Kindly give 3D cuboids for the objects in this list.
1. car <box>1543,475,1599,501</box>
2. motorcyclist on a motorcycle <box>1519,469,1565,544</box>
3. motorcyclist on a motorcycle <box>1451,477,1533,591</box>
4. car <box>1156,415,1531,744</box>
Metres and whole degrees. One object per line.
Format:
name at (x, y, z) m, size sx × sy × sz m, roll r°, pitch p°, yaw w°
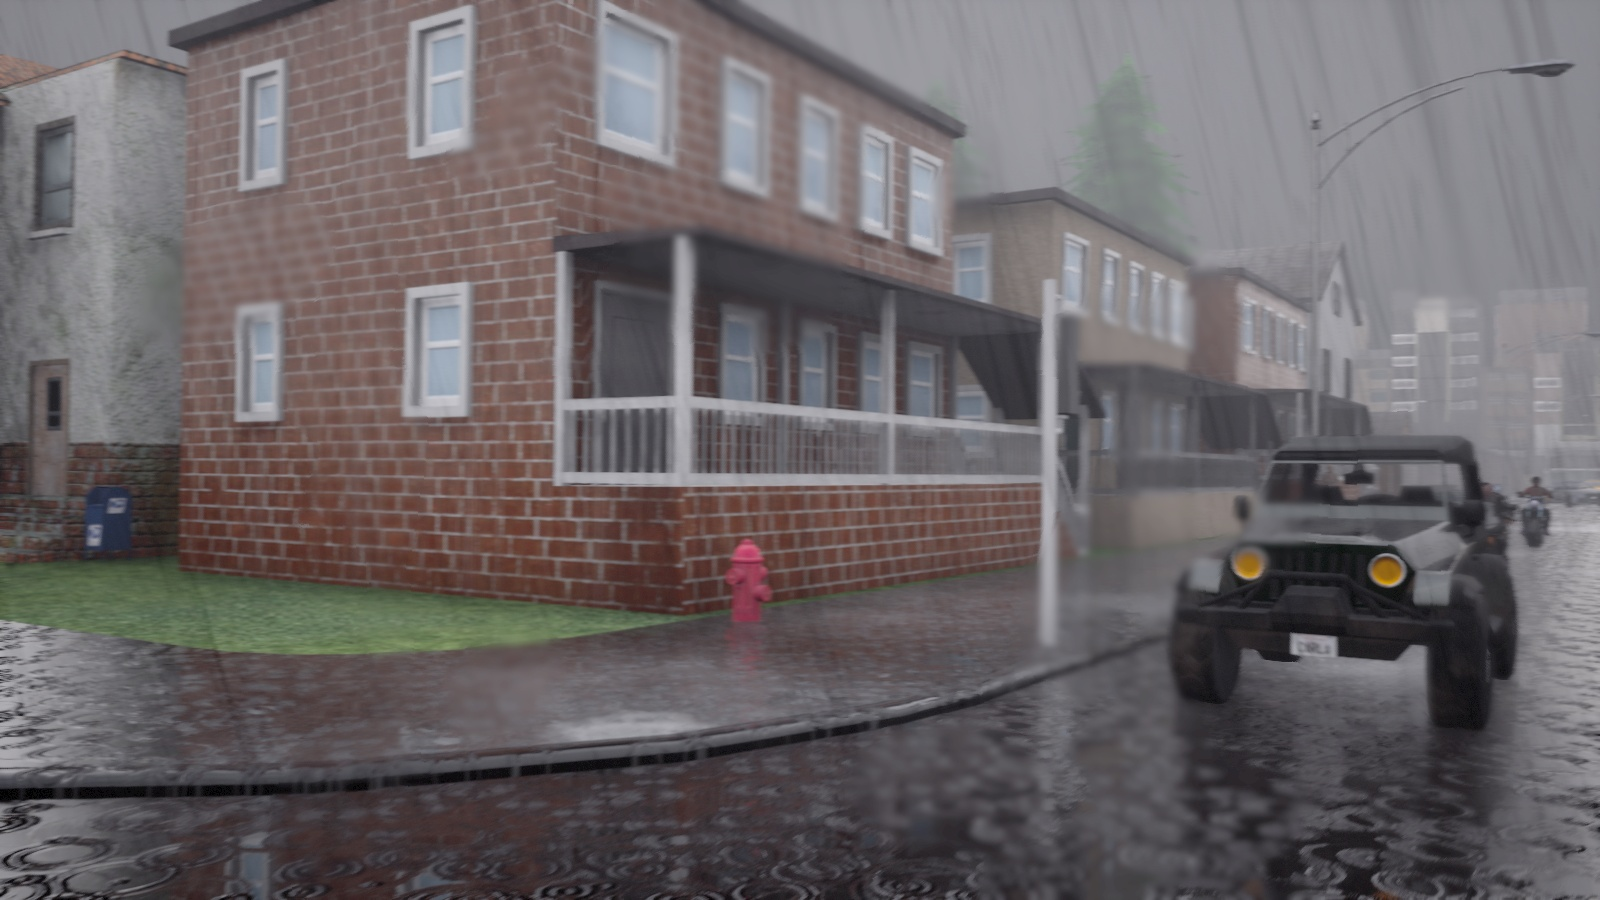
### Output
car at (43.506, 2.111, 69.967) m, size 1.994 × 1.385 × 4.181 m, roll 0°, pitch -1°, yaw 4°
motorcyclist on a motorcycle at (17.093, 1.274, 28.905) m, size 0.766 × 1.649 × 2.350 m, roll -1°, pitch -1°, yaw 33°
motorcyclist on a motorcycle at (10.089, 1.171, 18.265) m, size 0.866 × 1.530 × 2.191 m, roll -1°, pitch -1°, yaw 33°
car at (4.191, 0.773, 9.311) m, size 1.905 × 1.878 × 3.866 m, roll -1°, pitch -1°, yaw 33°
